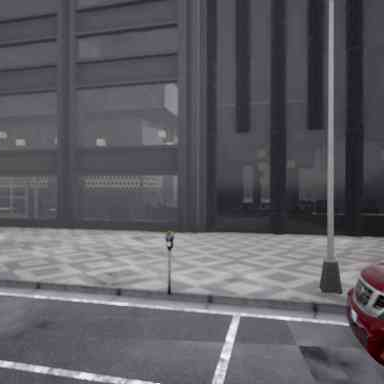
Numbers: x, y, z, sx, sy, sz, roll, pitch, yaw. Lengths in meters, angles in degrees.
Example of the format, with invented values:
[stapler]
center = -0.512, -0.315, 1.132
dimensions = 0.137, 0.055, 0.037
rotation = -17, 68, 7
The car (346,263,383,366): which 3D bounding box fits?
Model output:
[car]
center = 4.586, 1.315, 3.826
dimensions = 5.009, 1.841, 2.192
rotation = 0, 0, 14
